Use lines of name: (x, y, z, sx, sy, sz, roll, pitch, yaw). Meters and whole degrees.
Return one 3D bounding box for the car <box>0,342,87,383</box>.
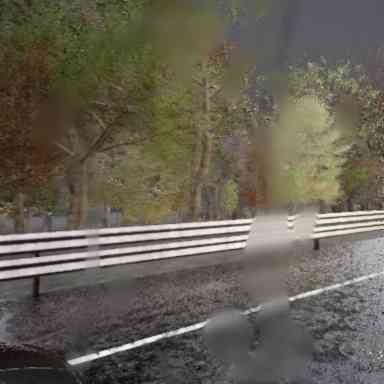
car: (-2.760, 1.500, 1.195, 4.902, 1.511, 2.128, 0, 0, -36)
